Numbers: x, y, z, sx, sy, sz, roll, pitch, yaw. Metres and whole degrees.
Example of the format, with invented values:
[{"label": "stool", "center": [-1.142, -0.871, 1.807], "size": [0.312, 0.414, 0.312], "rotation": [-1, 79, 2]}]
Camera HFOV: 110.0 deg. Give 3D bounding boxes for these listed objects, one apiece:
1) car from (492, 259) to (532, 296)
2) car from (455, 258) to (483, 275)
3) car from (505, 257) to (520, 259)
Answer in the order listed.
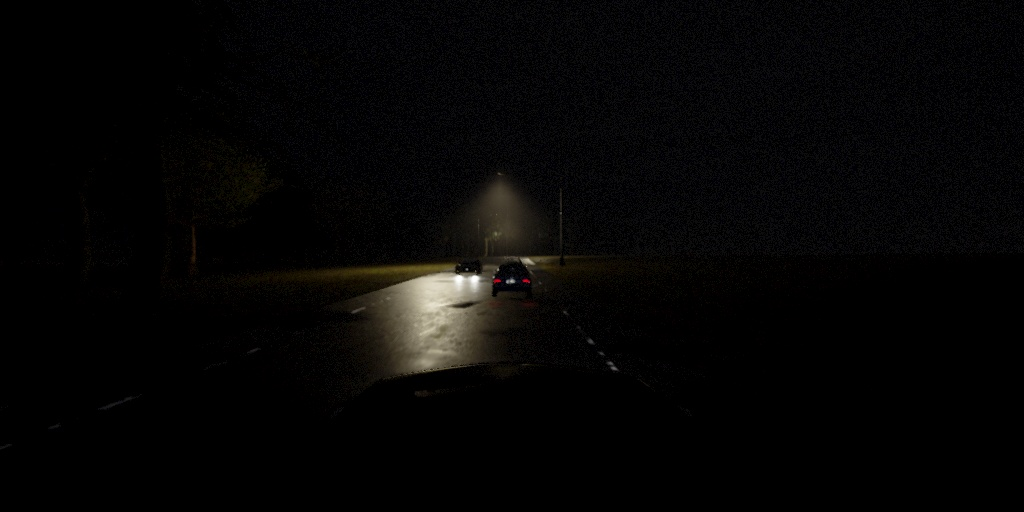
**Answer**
[{"label": "car", "center": [0.013, 1.064, 17.503], "size": [2.033, 1.411, 5.357], "rotation": [0, 1, 1]}, {"label": "car", "center": [-3.523, 0.832, 30.053], "size": [1.994, 1.385, 4.181], "rotation": [0, 1, 0]}, {"label": "car", "center": [0.068, 0.757, 35.348], "size": [1.895, 1.301, 4.718], "rotation": [0, 1, 0]}]
